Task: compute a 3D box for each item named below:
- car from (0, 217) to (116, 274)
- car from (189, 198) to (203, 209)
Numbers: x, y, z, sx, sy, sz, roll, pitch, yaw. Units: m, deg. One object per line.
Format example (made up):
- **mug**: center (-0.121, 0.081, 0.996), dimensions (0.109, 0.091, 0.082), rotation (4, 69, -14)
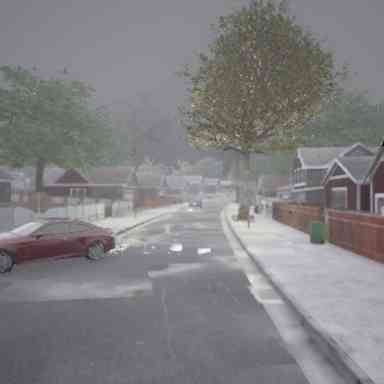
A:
- **car**: center (-4.707, 1.577, 10.814), dimensions (1.812, 1.442, 4.674), rotation (2, 0, 45)
- **car**: center (0.655, 1.687, 51.605), dimensions (2.128, 1.511, 4.902), rotation (0, 0, 8)
